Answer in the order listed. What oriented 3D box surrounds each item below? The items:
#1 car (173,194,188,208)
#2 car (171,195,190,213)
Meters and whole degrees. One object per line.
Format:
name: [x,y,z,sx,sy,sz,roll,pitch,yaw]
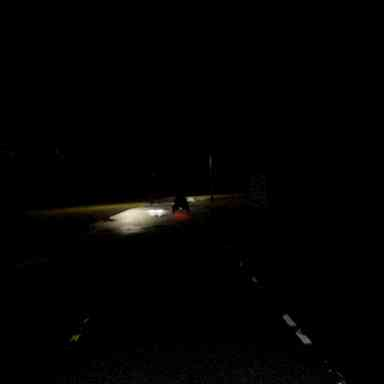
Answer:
car: [-1.640,1.262,47.555,2.097,1.767,4.553,-2,0,-2]
car: [-1.262,1.479,37.390,1.837,1.490,4.892,-2,0,-1]
